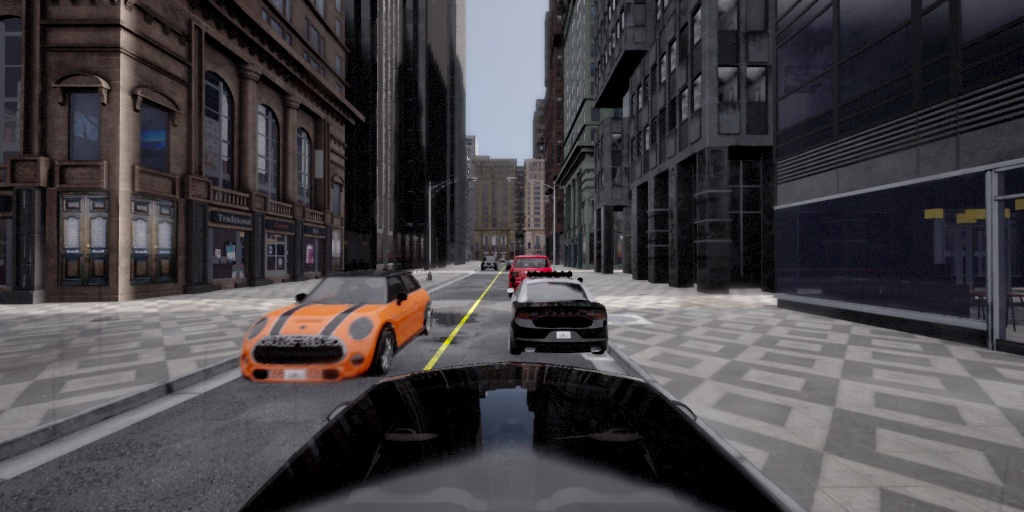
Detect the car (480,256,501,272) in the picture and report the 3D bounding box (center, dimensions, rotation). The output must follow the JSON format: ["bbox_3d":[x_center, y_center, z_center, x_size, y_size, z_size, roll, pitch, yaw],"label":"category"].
[{"bbox_3d":[-3.055,1.036,49.301,2.150,2.045,5.566,0,0,0],"label":"car"}]

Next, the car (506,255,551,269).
[{"bbox_3d":[0.915,0.985,18.778,2.150,2.045,5.566,0,0,0],"label":"car"}]

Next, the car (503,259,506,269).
[{"bbox_3d":[0.092,1.414,48.560,1.895,1.301,4.718,0,0,1],"label":"car"}]

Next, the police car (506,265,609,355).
[{"bbox_3d":[0.905,1.179,8.856,1.930,1.638,5.238,0,0,0],"label":"police car"}]

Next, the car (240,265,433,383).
[{"bbox_3d":[-3.098,1.104,7.369,2.097,1.767,4.553,0,0,0],"label":"car"}]
